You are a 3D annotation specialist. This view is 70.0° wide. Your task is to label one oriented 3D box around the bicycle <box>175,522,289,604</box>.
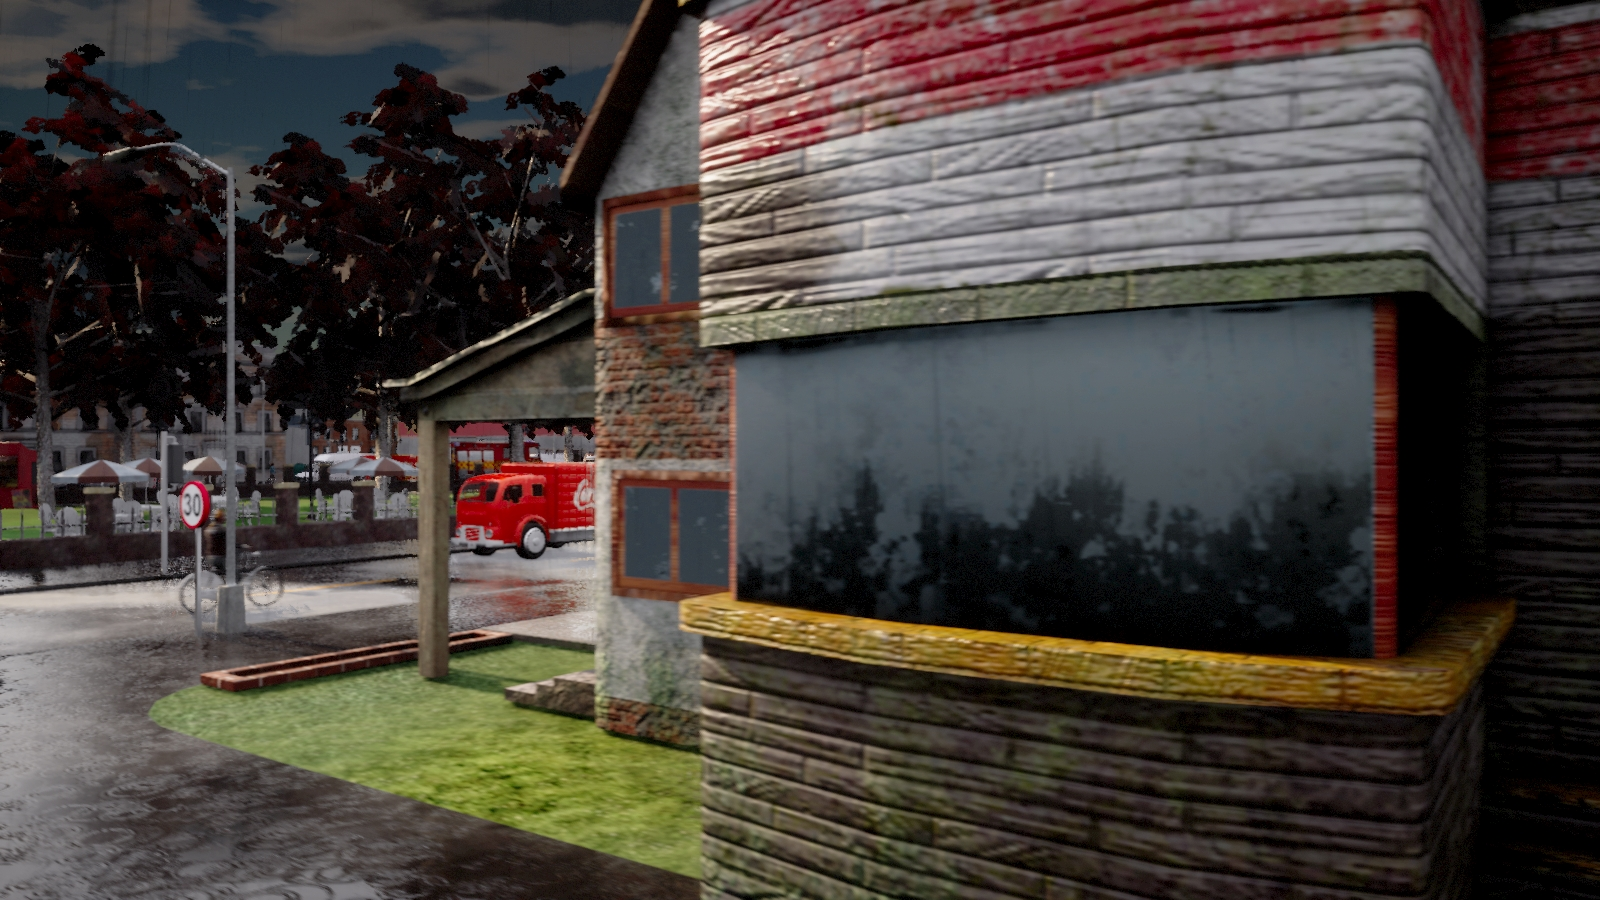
[{"bbox_3d":[-9.886,1.947,19.959,0.329,1.271,1.835,0,0,36],"label":"bicycle"}]
